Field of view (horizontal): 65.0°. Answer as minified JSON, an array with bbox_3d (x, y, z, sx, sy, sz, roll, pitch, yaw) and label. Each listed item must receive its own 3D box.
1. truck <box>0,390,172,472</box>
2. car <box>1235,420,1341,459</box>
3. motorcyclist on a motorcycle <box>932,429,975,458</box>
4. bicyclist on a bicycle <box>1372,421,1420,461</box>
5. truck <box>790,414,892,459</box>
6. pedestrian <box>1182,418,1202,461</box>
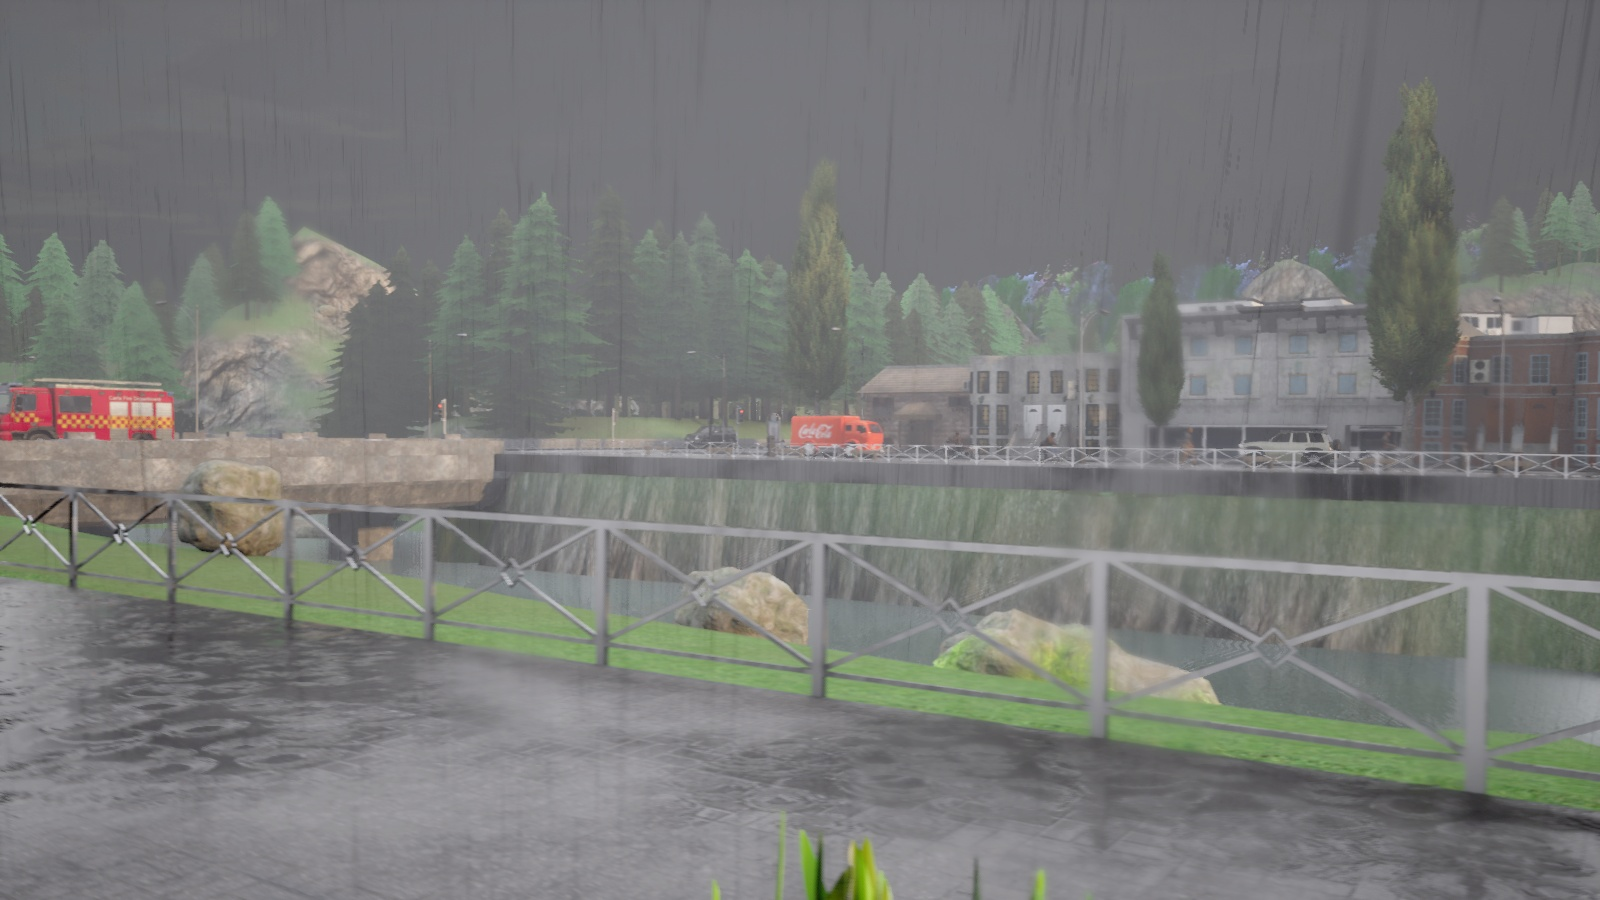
[{"bbox_3d":[-36.550,-0.965,63.195,2.891,3.827,8.468,0,1,34],"label":"truck"},{"bbox_3d":[24.145,-0.520,62.195,4.605,1.855,1.932,0,1,34],"label":"car"},{"bbox_3d":[8.855,-0.386,72.349,2.350,1.649,0.766,0,1,34],"label":"motorcyclist on a motorcycle"},{"bbox_3d":[26.499,-0.400,55.839,1.843,1.776,0.659,0,1,34],"label":"bicyclist on a bicycle"},{"bbox_3d":[2.340,-0.757,71.860,5.204,2.467,2.627,0,1,33],"label":"truck"},{"bbox_3d":[17.038,-0.458,54.602,0.694,1.848,0.540,0,1,35],"label":"pedestrian"}]
